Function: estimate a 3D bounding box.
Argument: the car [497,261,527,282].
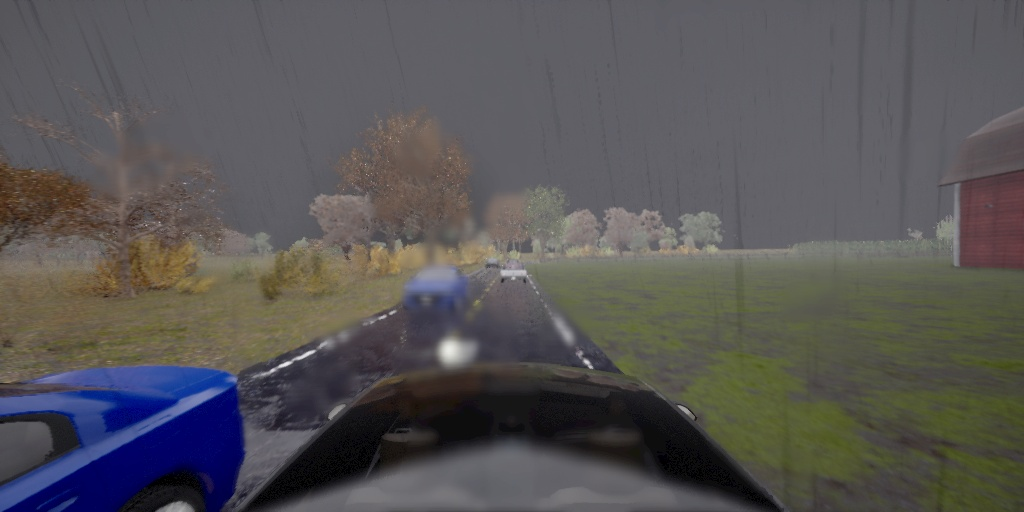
[{"bbox_3d":[0.111,1.242,27.116,1.895,1.301,4.718,0,0,0],"label":"car"}]

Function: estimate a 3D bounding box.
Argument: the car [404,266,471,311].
[{"bbox_3d":[-2.818,1.176,14.357,1.882,1.535,5.008,0,0,0],"label":"car"}]

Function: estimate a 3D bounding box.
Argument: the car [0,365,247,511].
[{"bbox_3d":[-2.852,1.232,0.487,1.882,1.535,5.008,0,0,0],"label":"car"}]

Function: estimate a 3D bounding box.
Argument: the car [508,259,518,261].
[{"bbox_3d":[0.118,1.085,47.133,1.994,1.385,4.181,0,0,0],"label":"car"}]

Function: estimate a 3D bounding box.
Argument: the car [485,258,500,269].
[{"bbox_3d":[-2.765,0.972,50.749,1.882,1.535,5.008,0,1,1],"label":"car"}]
